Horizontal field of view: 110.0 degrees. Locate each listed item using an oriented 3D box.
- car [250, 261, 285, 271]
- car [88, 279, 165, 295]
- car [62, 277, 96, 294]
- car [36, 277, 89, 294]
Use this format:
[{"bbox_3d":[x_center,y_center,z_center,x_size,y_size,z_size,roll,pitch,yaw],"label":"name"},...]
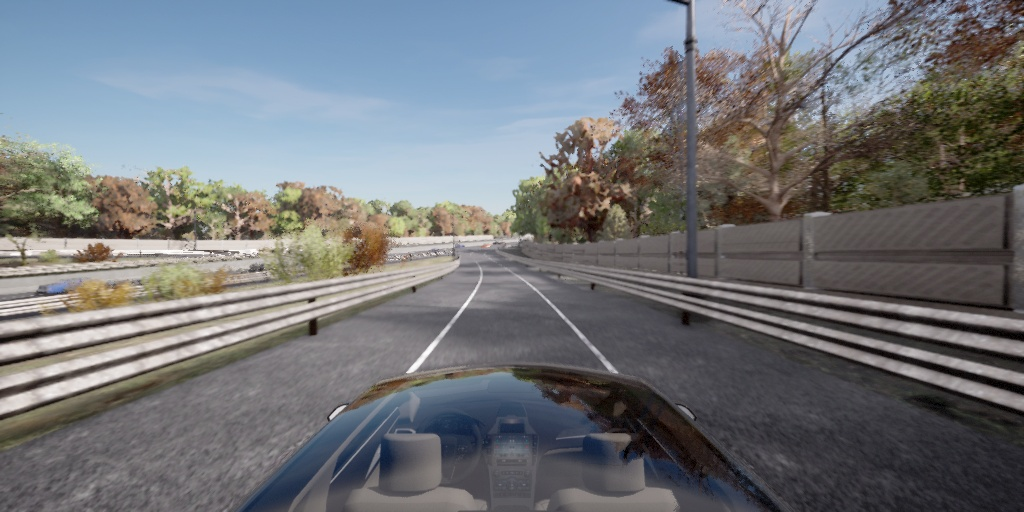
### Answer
[{"bbox_3d":[-36.240,1.421,53.435,2.128,1.511,4.902,1,4,15],"label":"car"},{"bbox_3d":[-34.647,2.833,32.887,1.837,1.490,4.892,1,4,15],"label":"car"},{"bbox_3d":[-38.046,2.878,33.746,1.895,1.301,4.718,1,4,15],"label":"car"},{"bbox_3d":[-41.439,2.775,34.594,2.033,1.411,5.357,1,4,15],"label":"car"}]
